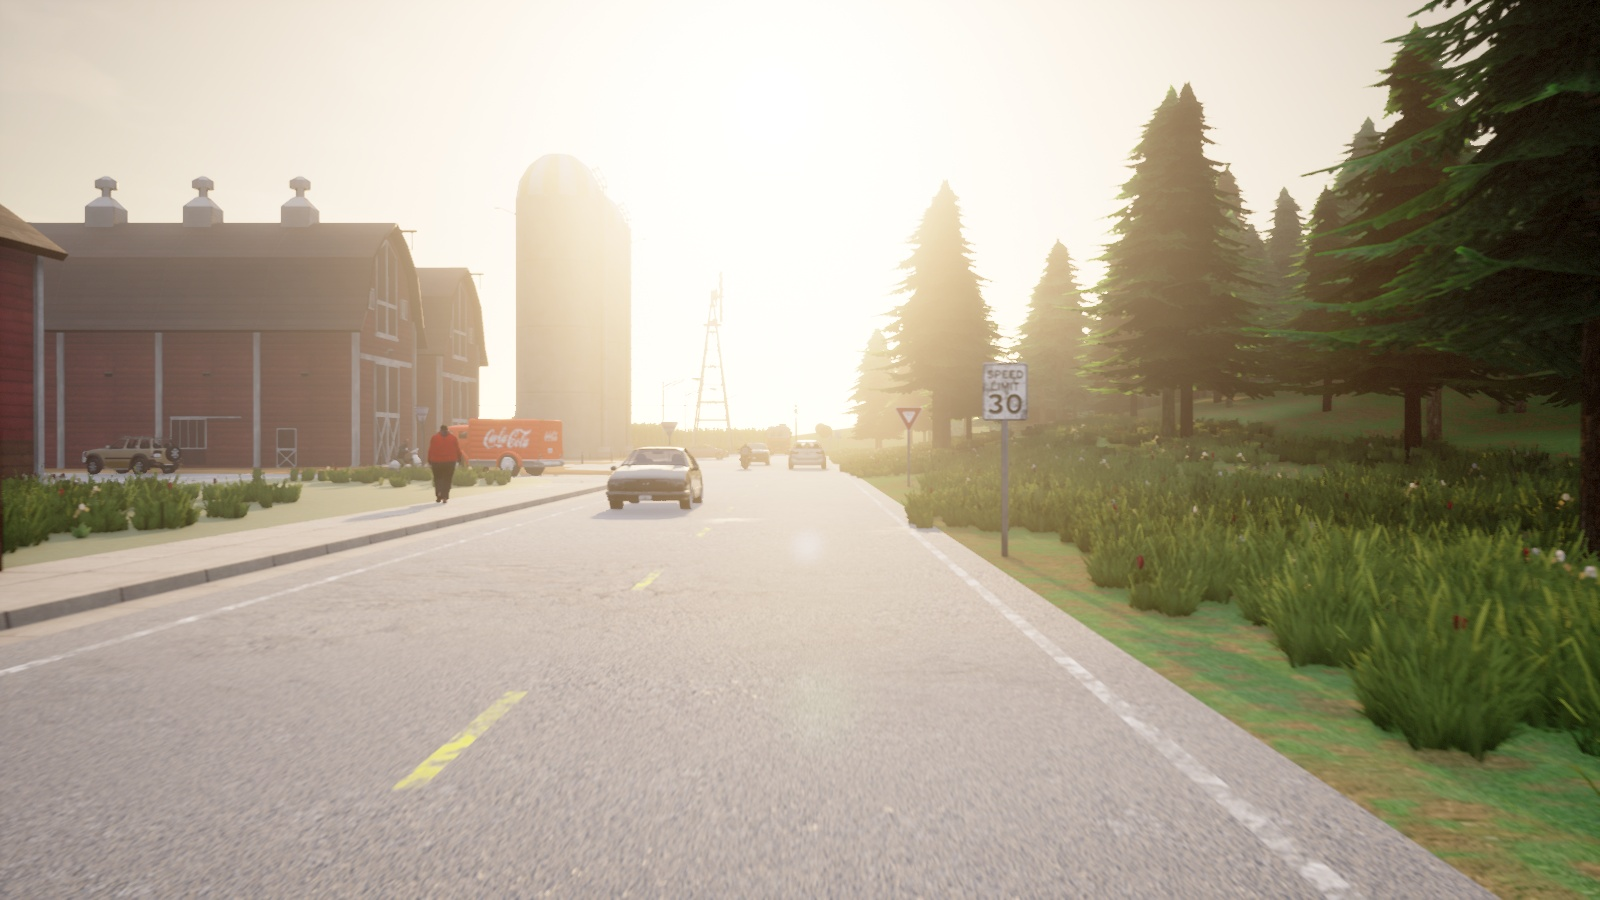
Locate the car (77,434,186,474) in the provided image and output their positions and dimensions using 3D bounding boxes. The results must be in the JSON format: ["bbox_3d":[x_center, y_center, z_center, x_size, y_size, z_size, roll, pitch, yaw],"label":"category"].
[{"bbox_3d":[-31.722,0.188,59.614,4.605,1.855,1.932,0,0,19],"label":"car"}]

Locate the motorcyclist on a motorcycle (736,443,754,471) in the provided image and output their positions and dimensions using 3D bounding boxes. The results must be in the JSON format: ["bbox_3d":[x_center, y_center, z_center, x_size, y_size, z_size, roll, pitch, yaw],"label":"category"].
[{"bbox_3d":[-3.083,0.380,70.695,0.866,1.530,2.191,0,0,0],"label":"motorcyclist on a motorcycle"}]

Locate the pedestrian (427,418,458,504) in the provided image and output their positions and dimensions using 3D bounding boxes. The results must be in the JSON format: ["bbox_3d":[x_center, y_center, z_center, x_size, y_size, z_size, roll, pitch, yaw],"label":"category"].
[{"bbox_3d":[-7.852,0.240,27.577,0.634,1.844,0.899,0,0,-16],"label":"pedestrian"}]

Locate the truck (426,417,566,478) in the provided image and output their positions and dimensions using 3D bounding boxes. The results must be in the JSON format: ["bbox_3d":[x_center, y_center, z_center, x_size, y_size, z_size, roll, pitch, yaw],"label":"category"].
[{"bbox_3d":[-13.032,-0.128,53.888,5.204,2.467,2.627,1,0,16],"label":"truck"}]

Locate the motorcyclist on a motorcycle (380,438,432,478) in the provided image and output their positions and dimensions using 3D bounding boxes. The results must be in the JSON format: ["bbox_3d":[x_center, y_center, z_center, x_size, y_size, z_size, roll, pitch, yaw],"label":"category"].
[{"bbox_3d":[-16.052,0.323,51.178,1.817,1.590,0.866,0,0,18],"label":"motorcyclist on a motorcycle"}]

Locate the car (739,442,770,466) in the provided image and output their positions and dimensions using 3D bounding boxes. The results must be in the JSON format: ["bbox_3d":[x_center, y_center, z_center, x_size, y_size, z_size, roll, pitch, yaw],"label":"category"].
[{"bbox_3d":[-3.003,0.244,84.641,1.882,1.535,5.008,0,0,0],"label":"car"}]

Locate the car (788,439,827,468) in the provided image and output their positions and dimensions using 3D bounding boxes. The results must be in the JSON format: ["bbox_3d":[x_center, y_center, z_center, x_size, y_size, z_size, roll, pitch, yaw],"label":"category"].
[{"bbox_3d":[0.434,0.176,73.570,2.242,1.667,4.611,0,0,0],"label":"car"}]

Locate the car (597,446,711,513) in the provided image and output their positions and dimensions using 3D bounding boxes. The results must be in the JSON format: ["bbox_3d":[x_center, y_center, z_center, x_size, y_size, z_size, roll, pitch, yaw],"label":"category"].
[{"bbox_3d":[-3.317,0.625,29.546,2.033,1.411,5.357,0,0,0],"label":"car"}]
